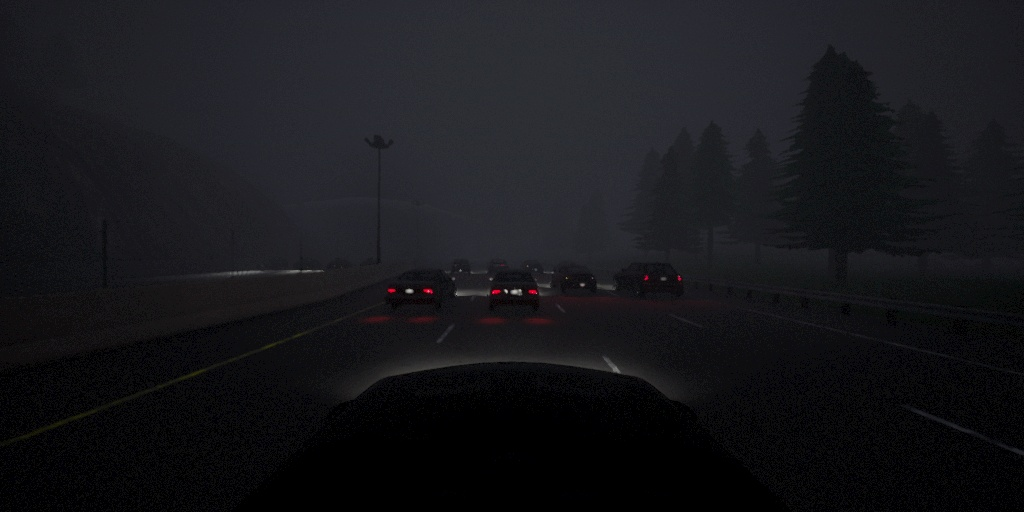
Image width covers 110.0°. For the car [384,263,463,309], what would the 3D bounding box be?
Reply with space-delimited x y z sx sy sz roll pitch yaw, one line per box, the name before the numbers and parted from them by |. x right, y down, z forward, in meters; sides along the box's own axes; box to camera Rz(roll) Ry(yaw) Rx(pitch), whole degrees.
car | -3.453 1.196 14.411 2.033 1.411 5.357 0 0 -1

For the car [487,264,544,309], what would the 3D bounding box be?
car | 0.045 1.225 14.360 2.033 1.411 5.357 0 0 -1

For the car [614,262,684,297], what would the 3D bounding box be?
car | 6.900 1.062 18.617 2.097 1.767 4.553 0 0 -2

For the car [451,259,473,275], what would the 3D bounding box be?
car | -4.948 1.023 34.878 1.837 1.490 4.892 1 0 -7

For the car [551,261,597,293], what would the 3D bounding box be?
car | 3.347 1.198 19.890 1.812 1.442 4.674 0 0 -3

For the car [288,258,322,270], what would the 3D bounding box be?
car | -23.857 0.887 41.907 1.994 1.385 4.181 0 0 -10

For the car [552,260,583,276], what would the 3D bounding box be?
car | 5.500 1.162 35.836 1.994 1.385 4.181 0 0 -7

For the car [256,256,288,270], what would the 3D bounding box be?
car | -27.245 0.793 40.985 2.128 1.511 4.902 0 0 -10

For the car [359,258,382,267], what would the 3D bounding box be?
car | -17.015 0.934 43.426 1.994 1.385 4.181 0 0 -10

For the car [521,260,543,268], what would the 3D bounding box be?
car | 1.950 1.094 36.061 1.812 1.442 4.674 0 0 -7

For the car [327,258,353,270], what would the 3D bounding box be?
car | -20.437 0.911 42.664 1.994 1.385 4.181 0 0 -10

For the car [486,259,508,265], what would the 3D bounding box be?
car | -1.415 1.039 34.809 2.128 1.511 4.902 0 0 -7
